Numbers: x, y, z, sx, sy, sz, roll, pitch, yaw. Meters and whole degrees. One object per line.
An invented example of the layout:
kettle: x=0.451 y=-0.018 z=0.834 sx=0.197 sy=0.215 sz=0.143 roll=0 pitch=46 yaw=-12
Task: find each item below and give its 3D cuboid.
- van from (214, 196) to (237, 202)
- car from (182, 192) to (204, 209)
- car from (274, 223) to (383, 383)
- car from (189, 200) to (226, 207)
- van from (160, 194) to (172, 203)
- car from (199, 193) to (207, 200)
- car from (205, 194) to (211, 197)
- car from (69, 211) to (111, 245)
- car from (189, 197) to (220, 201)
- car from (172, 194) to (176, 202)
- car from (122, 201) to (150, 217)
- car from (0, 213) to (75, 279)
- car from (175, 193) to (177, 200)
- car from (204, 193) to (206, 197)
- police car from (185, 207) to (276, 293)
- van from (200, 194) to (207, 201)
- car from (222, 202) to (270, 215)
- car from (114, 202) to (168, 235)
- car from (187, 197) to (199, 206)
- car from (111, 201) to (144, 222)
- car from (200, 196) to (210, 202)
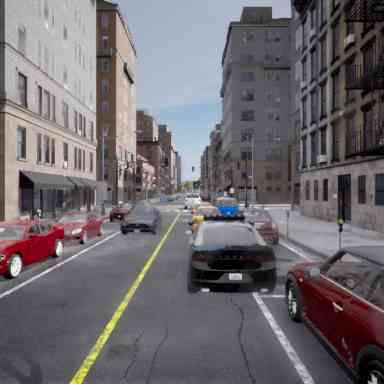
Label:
van: x=2.704 y=1.339 z=26.550 sx=1.690 sy=1.788 sz=3.998 roll=0 pitch=0 yaw=0
car: x=0.117 y=1.209 z=44.441 sx=2.150 sy=2.045 sz=5.566 roll=0 pitch=0 yaw=0
car: x=2.647 y=1.440 z=4.507 sx=1.967 sy=1.590 sz=4.097 roll=0 pitch=0 yaw=0
car: x=0.873 y=1.455 z=19.072 sx=1.801 sy=1.575 sz=5.366 roll=0 pitch=0 yaw=0
van: x=-5.243 y=1.327 z=64.046 sx=1.690 sy=1.788 sz=3.998 roll=0 pitch=0 yaw=0
car: x=2.919 y=1.291 z=91.058 sx=2.192 sy=1.841 sz=5.009 roll=0 pitch=0 yaw=0
car: x=2.719 y=1.312 z=32.062 sx=2.192 sy=1.841 sz=5.009 roll=0 pitch=0 yaw=0
car: x=-5.349 y=1.581 z=15.550 sx=1.802 sy=1.307 sz=4.206 roll=0 pitch=0 yaw=0
car: x=0.888 y=1.454 z=25.072 sx=1.801 sy=1.575 sz=5.366 roll=0 pitch=0 yaw=0
car: x=-5.212 y=1.548 z=74.859 sx=1.947 sy=1.339 sz=4.313 roll=0 pitch=0 yaw=0
car: x=-5.306 y=1.563 z=32.083 sx=1.947 sy=1.339 sz=4.313 roll=0 pitch=0 yaw=0
car: x=-5.364 y=1.544 z=10.038 sx=1.887 sy=1.381 sz=4.507 roll=0 pitch=0 yaw=0
car: x=-5.197 y=1.525 z=80.265 sx=1.887 sy=1.381 sz=4.507 roll=0 pitch=0 yaw=0
car: x=2.883 y=1.299 z=69.433 sx=2.192 sy=1.841 sz=5.009 roll=0 pitch=0 yaw=0
police car: x=0.847 y=1.425 z=8.992 sx=1.930 sy=1.638 sz=5.238 roll=0 pitch=0 yaw=0
van: x=2.910 y=1.319 z=85.651 sx=1.690 sy=1.788 sz=3.998 roll=0 pitch=0 yaw=0
car: x=2.676 y=1.440 z=15.529 sx=1.967 sy=1.590 sz=4.097 roll=0 pitch=0 yaw=0
car: x=-2.700 y=1.546 z=19.022 sx=2.033 sy=1.411 sz=5.357 roll=0 pitch=0 yaw=0
car: x=0.148 y=1.536 z=57.735 sx=2.033 sy=1.411 sz=5.357 roll=0 pitch=0 yaw=0
car: x=-5.321 y=1.543 z=26.572 sx=1.887 sy=1.381 sz=4.507 roll=0 pitch=0 yaw=0
car: x=2.892 y=1.533 z=74.839 sx=2.008 sy=1.369 sz=4.403 roll=0 pitch=0 yaw=0
